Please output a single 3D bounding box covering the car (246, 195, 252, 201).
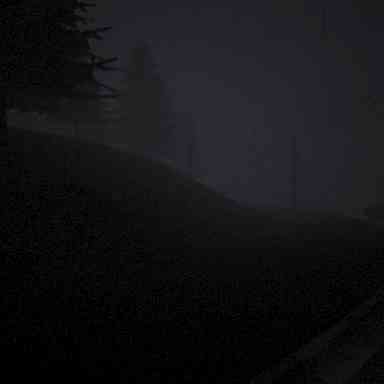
[{"bbox_3d":[15.991,1.506,90.088,2.097,1.767,4.553,0,0,-1],"label":"car"}]

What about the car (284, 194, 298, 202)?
[{"bbox_3d":[23.216,1.399,80.734,2.150,2.045,5.566,0,0,-1],"label":"car"}]

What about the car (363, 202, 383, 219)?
[{"bbox_3d":[16.634,1.598,29.187,1.994,1.385,4.181,0,0,9],"label":"car"}]

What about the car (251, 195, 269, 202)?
[{"bbox_3d":[16.240,1.698,79.703,1.837,1.490,4.892,0,0,-1],"label":"car"}]

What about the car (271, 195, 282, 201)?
[{"bbox_3d":[22.979,1.625,90.701,1.837,1.490,4.892,0,0,-1],"label":"car"}]

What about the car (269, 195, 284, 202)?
[{"bbox_3d":[19.730,1.734,80.170,2.033,1.411,5.357,0,0,-1],"label":"car"}]

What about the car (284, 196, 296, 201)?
[{"bbox_3d":[26.488,1.663,90.368,1.994,1.385,4.181,0,0,-1],"label":"car"}]

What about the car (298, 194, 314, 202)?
[{"bbox_3d":[26.737,1.698,79.953,2.033,1.411,5.357,0,0,-1],"label":"car"}]

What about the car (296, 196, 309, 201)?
[{"bbox_3d":[29.987,1.692,90.481,1.895,1.301,4.718,0,0,-1],"label":"car"}]

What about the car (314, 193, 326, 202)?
[{"bbox_3d":[30.234,1.369,80.068,2.150,2.045,5.566,0,0,-1],"label":"car"}]

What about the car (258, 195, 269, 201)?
[{"bbox_3d":[19.480,1.617,90.618,1.882,1.535,5.008,0,0,-1],"label":"car"}]
